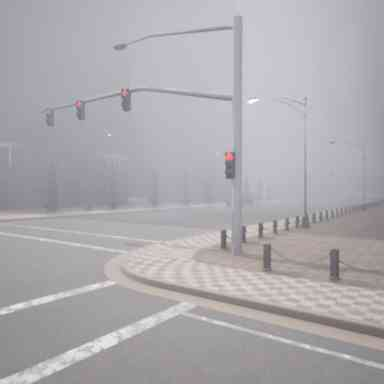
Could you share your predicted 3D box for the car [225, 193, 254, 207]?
[{"bbox_3d":[6.884,1.103,47.406,2.150,2.045,5.566,0,0,36],"label":"car"}]
